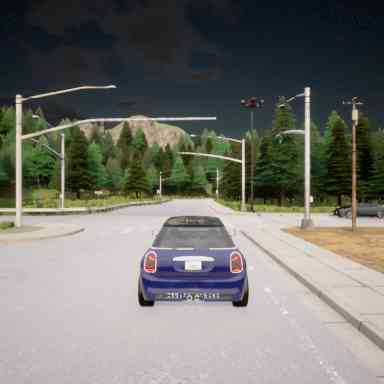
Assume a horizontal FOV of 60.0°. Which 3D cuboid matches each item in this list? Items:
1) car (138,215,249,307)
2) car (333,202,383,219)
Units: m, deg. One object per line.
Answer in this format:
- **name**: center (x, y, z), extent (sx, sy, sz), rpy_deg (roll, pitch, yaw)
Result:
- **car**: center (0.042, 1.349, 8.150), extent (2.097, 1.767, 4.553), rpy_deg (0, 0, 0)
- **car**: center (14.515, 1.591, 28.770), extent (4.181, 1.385, 1.994), rpy_deg (0, 0, 1)
